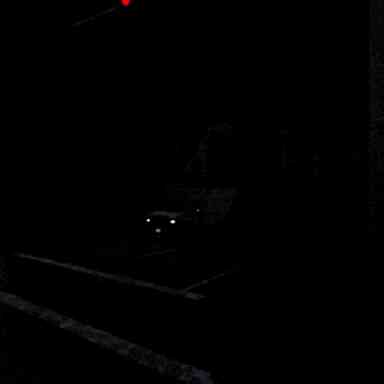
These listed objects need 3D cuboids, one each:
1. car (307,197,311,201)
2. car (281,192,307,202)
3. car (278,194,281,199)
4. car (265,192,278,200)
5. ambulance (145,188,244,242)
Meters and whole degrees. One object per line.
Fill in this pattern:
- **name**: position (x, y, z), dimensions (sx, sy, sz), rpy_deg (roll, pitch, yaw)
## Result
- **car**: position (23.867, 1.325, 72.607), dimensions (3.806, 1.475, 1.970), rpy_deg (0, 0, 35)
- **car**: position (21.461, 1.039, 70.233), dimensions (3.866, 1.878, 1.905), rpy_deg (0, 0, 35)
- **car**: position (24.619, 1.243, 87.236), dimensions (4.514, 1.523, 2.007), rpy_deg (0, 0, 35)
- **car**: position (16.897, 1.040, 77.436), dimensions (4.605, 1.855, 1.932), rpy_deg (0, 0, 35)
- **ambulance**: position (0.318, 1.022, 17.413), dimensions (2.351, 2.431, 6.366), rpy_deg (0, 0, 35)
